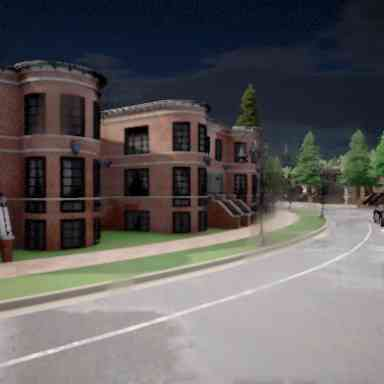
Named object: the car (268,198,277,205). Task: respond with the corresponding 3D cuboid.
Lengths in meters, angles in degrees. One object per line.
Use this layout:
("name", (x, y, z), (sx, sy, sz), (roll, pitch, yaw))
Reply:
("car", (14.636, 1.787, 63.887), (1.895, 1.301, 4.718), (0, 0, -8))

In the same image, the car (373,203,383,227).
("car", (13.498, 1.525, 22.407), (2.128, 1.511, 4.902), (0, 0, 22))
